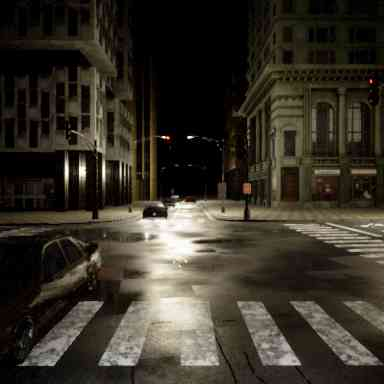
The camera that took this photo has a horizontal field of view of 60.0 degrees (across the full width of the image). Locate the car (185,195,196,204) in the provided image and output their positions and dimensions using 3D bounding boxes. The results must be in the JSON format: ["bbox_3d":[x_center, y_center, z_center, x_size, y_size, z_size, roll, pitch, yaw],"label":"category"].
[{"bbox_3d":[-0.239,1.450,63.922,1.812,1.442,4.674,0,0,0],"label":"car"}]

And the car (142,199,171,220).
[{"bbox_3d":[-3.020,1.552,27.833,1.994,1.385,4.181,0,0,-3],"label":"car"}]

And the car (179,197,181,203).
[{"bbox_3d":[-3.368,1.409,67.316,2.128,1.511,4.902,0,0,0],"label":"car"}]

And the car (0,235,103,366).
[{"bbox_3d":[-3.107,1.547,6.038,2.033,1.411,5.357,0,0,0],"label":"car"}]

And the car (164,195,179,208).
[{"bbox_3d":[-3.303,1.508,46.597,2.033,1.411,5.357,0,0,0],"label":"car"}]

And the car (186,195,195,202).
[{"bbox_3d":[-0.404,1.453,73.734,1.994,1.385,4.181,0,0,0],"label":"car"}]
